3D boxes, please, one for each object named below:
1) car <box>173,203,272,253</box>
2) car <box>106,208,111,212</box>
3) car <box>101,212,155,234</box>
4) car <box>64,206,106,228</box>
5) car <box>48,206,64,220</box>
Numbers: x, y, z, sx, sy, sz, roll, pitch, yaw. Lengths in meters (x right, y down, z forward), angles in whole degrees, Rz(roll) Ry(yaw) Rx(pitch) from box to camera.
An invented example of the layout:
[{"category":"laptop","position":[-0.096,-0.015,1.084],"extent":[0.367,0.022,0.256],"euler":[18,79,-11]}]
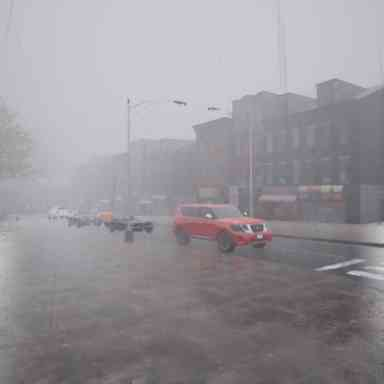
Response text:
[{"category":"car","position":[1.182,1.562,15.849],"extent":[2.150,2.045,5.566],"euler":[-1,-2,-35]},{"category":"car","position":[-10.453,2.586,37.237],"extent":[2.097,1.767,4.553],"euler":[0,-2,-36]},{"category":"car","position":[-4.532,2.287,23.854],"extent":[1.895,1.301,4.718],"euler":[0,-2,-36]},{"category":"car","position":[-10.464,2.437,32.182],"extent":[2.097,1.767,4.553],"euler":[0,-2,-35]},{"category":"car","position":[-20.634,3.194,51.508],"extent":[2.150,2.045,5.566],"euler":[0,-2,-35]}]
